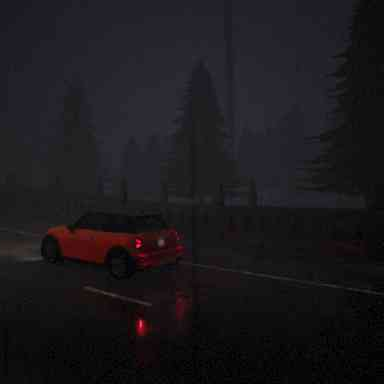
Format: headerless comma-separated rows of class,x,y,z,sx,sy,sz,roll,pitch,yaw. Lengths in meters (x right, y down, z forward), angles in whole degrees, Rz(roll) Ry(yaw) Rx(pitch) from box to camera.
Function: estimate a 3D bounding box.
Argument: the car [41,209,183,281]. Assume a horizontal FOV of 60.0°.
car,-2.552,1.320,10.083,4.553,1.767,2.097,1,1,35
